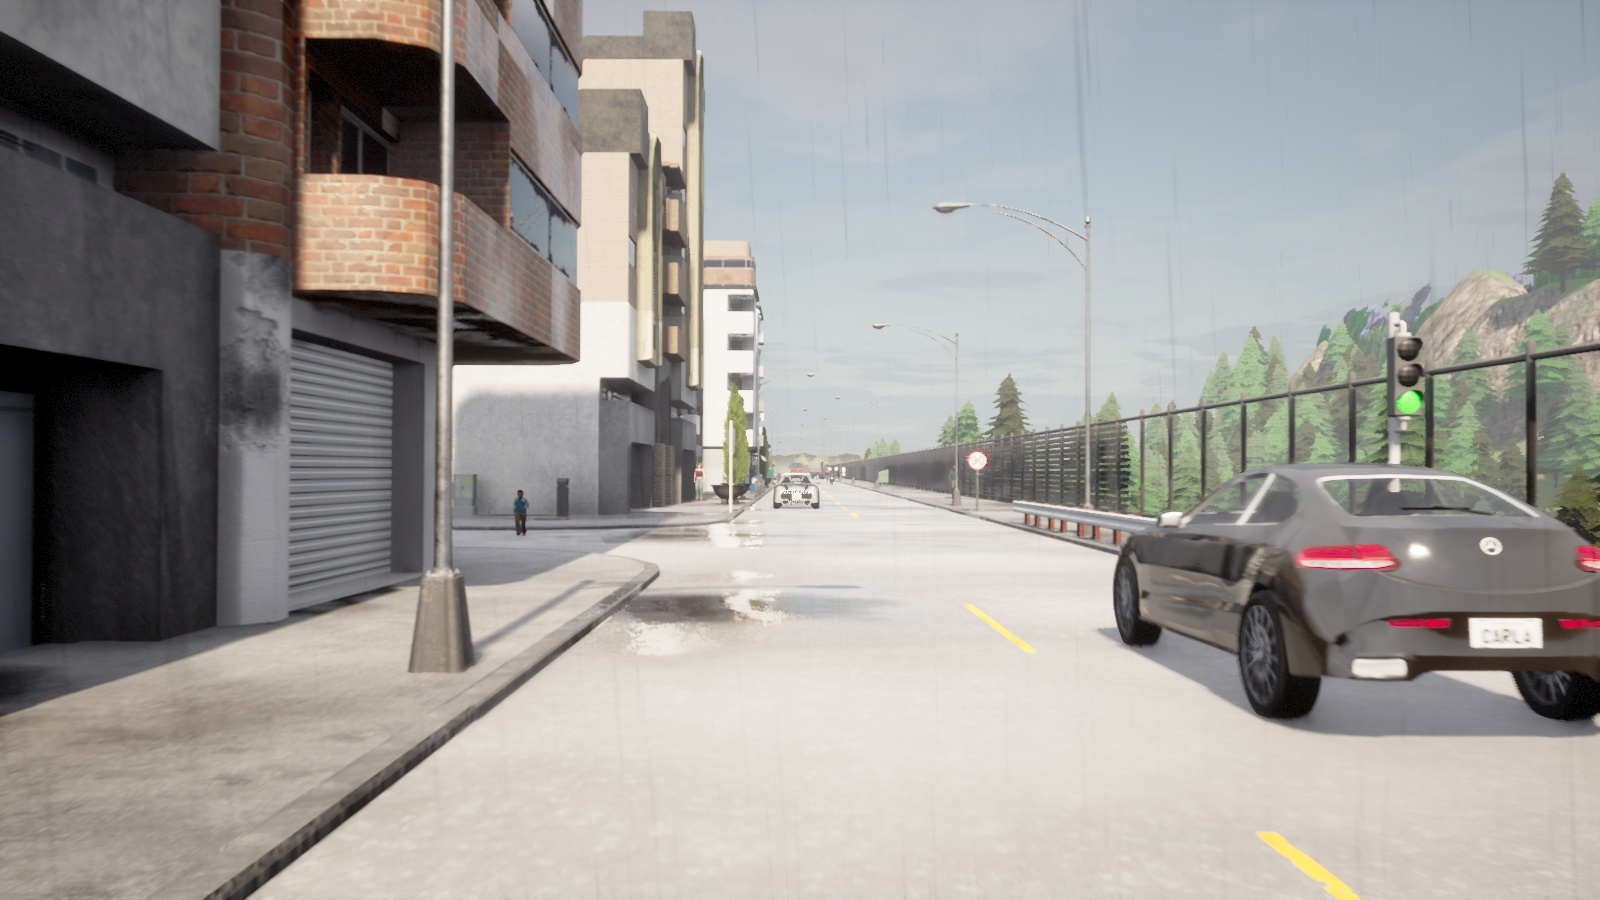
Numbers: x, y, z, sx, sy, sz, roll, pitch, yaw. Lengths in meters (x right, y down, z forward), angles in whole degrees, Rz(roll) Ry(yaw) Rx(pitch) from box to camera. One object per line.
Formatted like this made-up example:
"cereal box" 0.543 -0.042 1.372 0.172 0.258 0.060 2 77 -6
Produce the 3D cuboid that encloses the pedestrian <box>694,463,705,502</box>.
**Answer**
"pedestrian" -4.766 1.540 59.644 0.345 1.836 0.594 0 -1 13

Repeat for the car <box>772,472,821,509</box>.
"car" -0.135 1.666 52.900 1.970 1.475 3.806 0 -1 0

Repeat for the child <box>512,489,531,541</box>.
"child" -6.470 1.510 29.220 0.343 1.192 0.448 0 -1 0

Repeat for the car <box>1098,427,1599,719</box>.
"car" 3.975 0.739 9.651 2.152 1.651 5.027 0 -1 0
